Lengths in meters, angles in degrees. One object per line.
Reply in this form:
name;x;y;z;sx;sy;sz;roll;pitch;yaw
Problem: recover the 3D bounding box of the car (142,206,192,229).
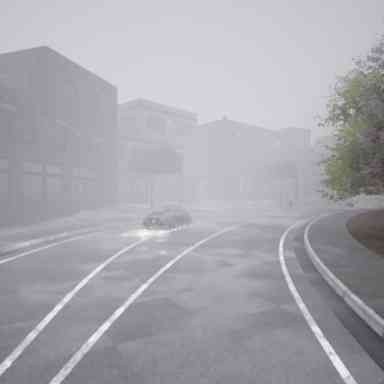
car;-1.576;1.607;22.155;1.994;1.385;4.181;0;0;23
